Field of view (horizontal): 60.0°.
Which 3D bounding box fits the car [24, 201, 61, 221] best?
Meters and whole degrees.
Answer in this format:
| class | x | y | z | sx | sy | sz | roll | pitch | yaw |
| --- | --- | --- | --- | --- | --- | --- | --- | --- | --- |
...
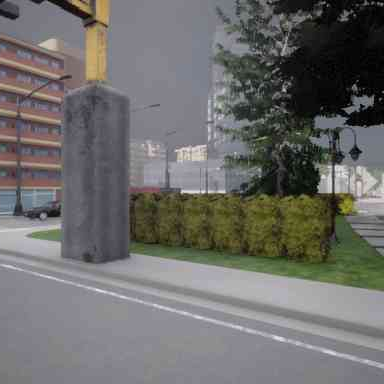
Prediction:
| class | x | y | z | sx | sy | sz | roll | pitch | yaw |
| --- | --- | --- | --- | --- | --- | --- | --- | --- | --- |
| car | -11.455 | 1.480 | 27.959 | 1.882 | 1.535 | 5.008 | 0 | 0 | 36 |
